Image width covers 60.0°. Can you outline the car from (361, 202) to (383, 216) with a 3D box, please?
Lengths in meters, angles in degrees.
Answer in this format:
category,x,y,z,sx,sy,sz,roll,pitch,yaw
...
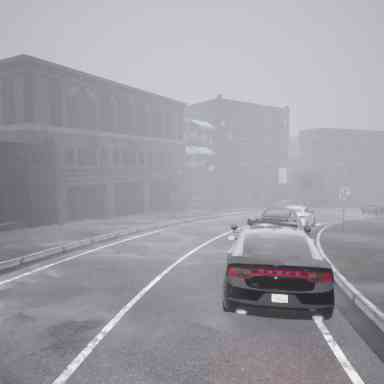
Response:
category,x,y,z,sx,sy,sz,roll,pitch,yaw
car,22.138,1.991,39.580,4.902,1.511,2.128,2,3,-33

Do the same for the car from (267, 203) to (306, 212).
category,x,y,z,sx,sy,sz,roll,pitch,yaw
car,4.437,1.543,16.613,1.837,1.490,4.892,2,0,22

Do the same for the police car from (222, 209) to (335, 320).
category,x,y,z,sx,sy,sz,roll,pitch,yaw
police car,1.817,1.432,7.637,1.930,1.638,5.238,1,0,10

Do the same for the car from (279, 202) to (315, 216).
category,x,y,z,sx,sy,sz,roll,pitch,yaw
car,6.860,1.606,21.757,1.812,1.442,4.674,2,1,29

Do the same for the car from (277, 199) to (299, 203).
category,x,y,z,sx,sy,sz,roll,pitch,yaw
car,9.470,1.502,33.217,1.837,1.490,4.892,3,1,42
